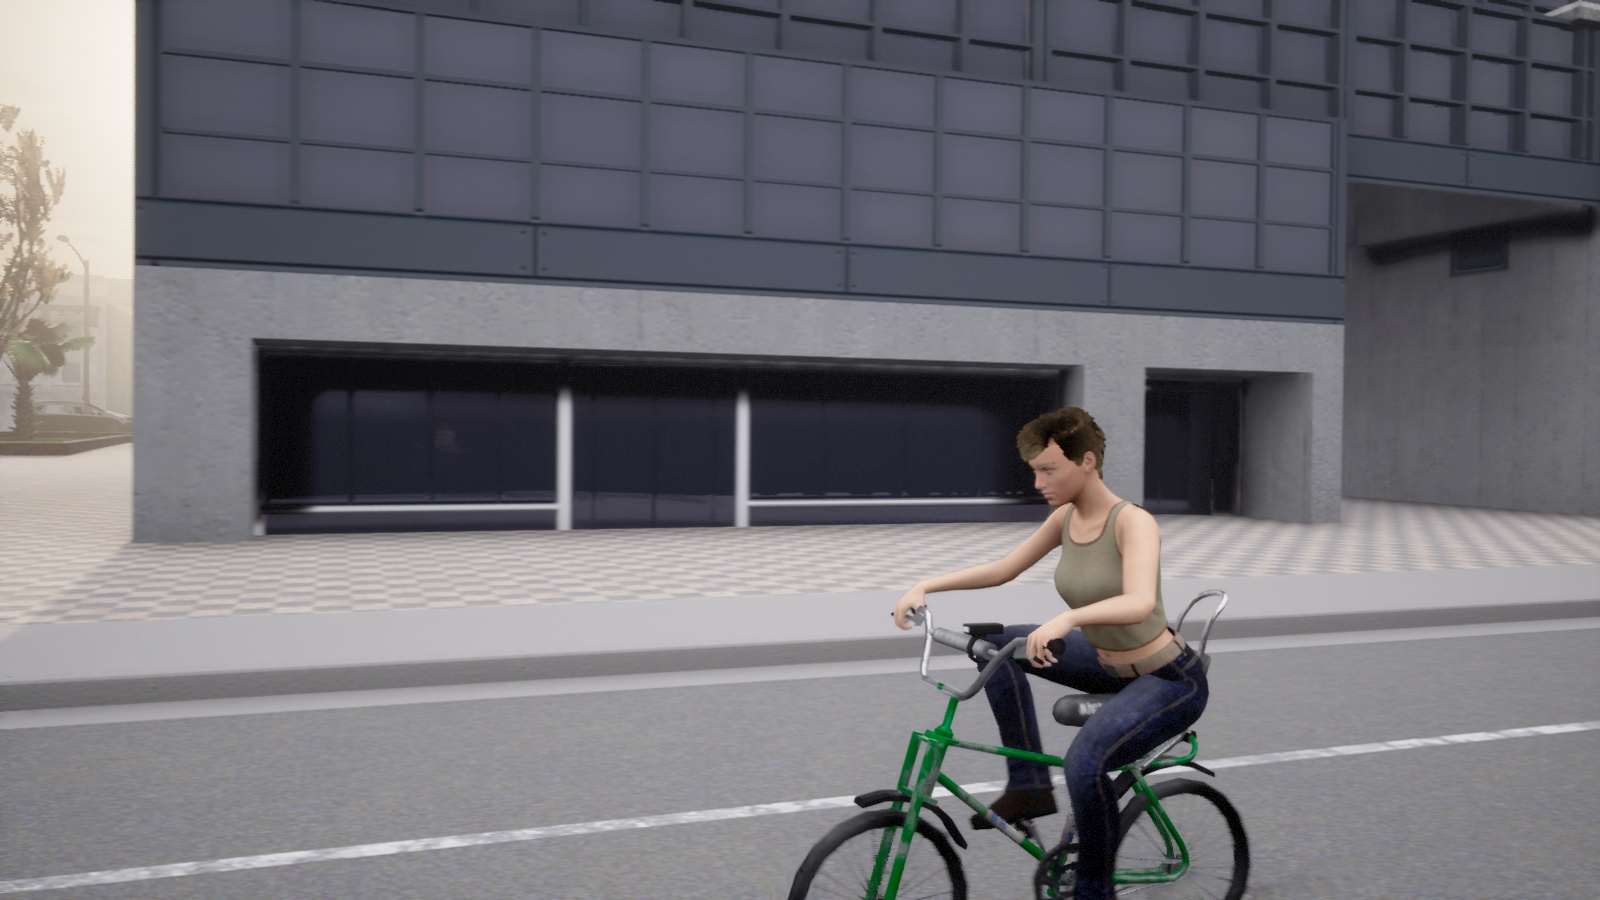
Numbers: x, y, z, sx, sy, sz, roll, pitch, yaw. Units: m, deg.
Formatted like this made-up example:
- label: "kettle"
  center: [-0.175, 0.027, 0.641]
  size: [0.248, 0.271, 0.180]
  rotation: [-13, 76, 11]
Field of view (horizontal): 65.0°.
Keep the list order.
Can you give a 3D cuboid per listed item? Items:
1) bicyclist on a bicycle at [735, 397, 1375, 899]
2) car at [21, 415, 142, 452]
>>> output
- label: "bicyclist on a bicycle"
  center: [0.680, 0.671, 3.504]
  size: [1.509, 1.612, 0.866]
  rotation: [-1, 1, -21]
- label: "car"
  center: [-33.775, -0.785, 59.159]
  size: [4.611, 1.667, 2.242]
  rotation: [-1, 1, -20]
